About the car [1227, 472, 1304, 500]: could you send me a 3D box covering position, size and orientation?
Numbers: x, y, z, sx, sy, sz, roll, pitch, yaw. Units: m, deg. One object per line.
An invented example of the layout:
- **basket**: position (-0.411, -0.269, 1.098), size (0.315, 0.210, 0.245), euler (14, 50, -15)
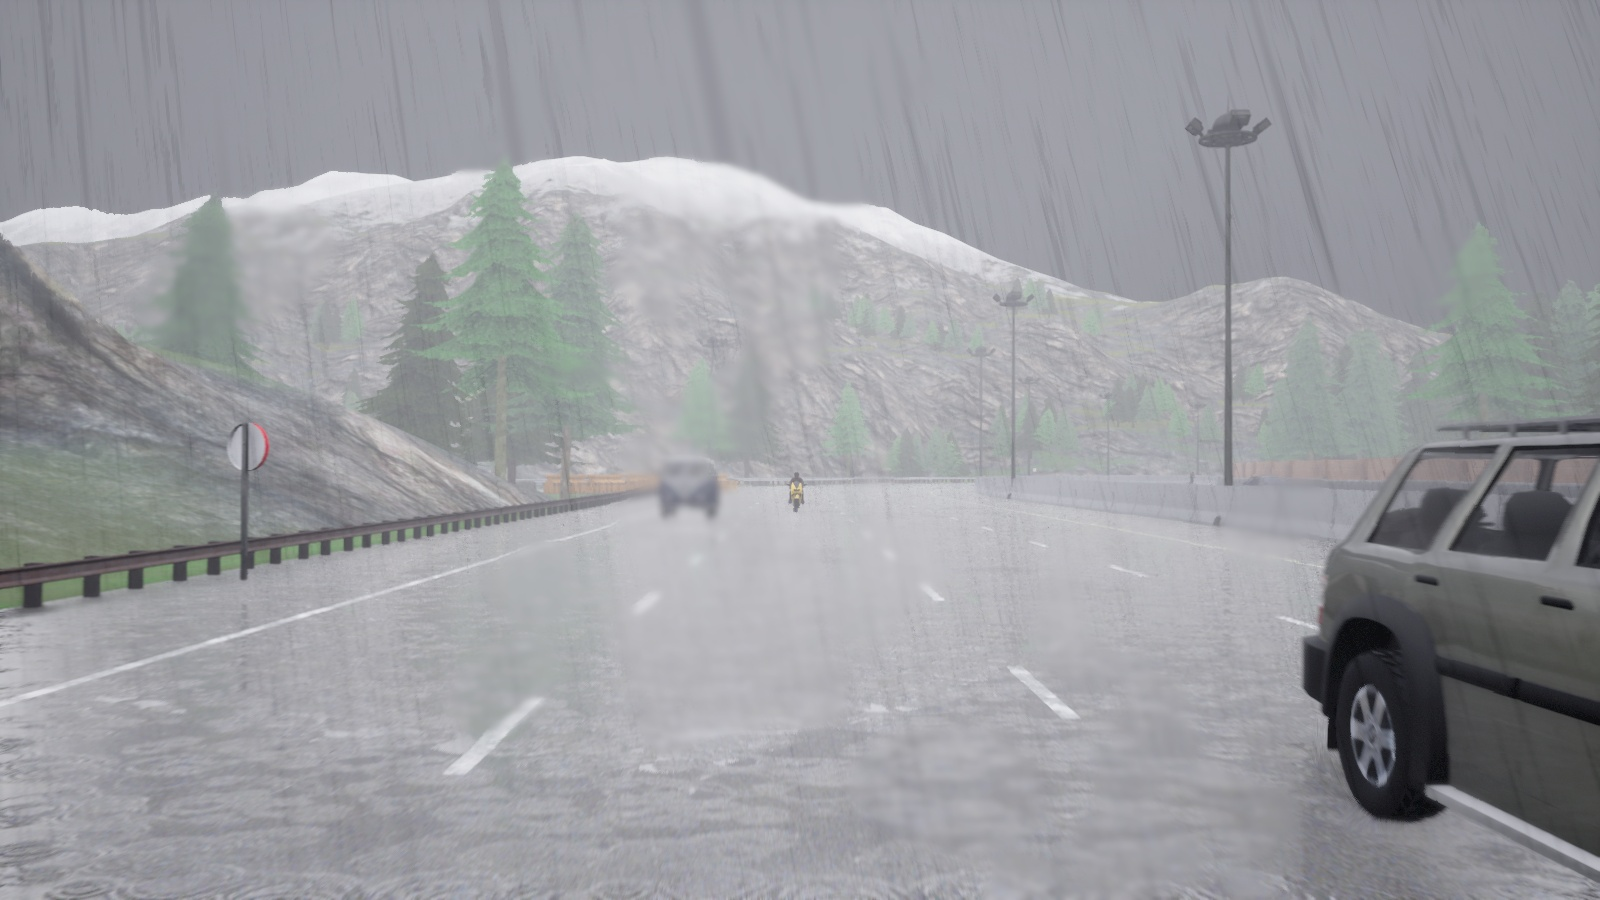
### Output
- **car**: position (24.341, 1.868, 65.918), size (2.033, 1.411, 5.357), euler (0, -1, 0)

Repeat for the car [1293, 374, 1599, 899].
- **car**: position (3.491, 0.686, 4.103), size (1.932, 1.855, 4.605), euler (0, -1, 0)

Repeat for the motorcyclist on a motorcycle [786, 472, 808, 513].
- **motorcyclist on a motorcycle**: position (-0.115, 1.589, 47.318), size (0.797, 1.523, 2.044), euler (0, -1, 0)

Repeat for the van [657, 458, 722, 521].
- **van**: position (-3.601, 1.277, 41.522), size (1.775, 1.987, 4.442), euler (0, -1, 0)
